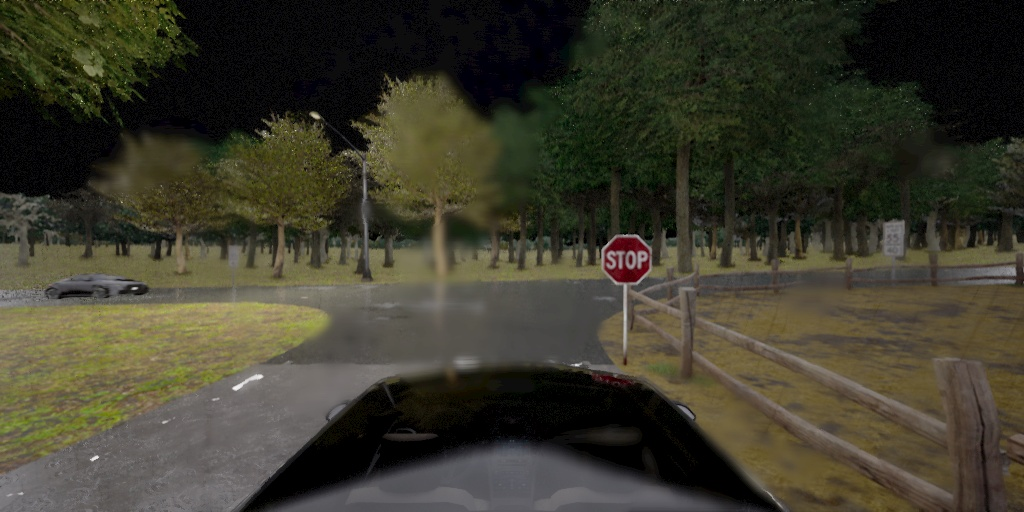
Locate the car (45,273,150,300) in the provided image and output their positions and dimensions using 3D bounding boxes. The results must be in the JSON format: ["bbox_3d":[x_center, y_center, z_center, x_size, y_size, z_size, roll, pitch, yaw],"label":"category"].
[{"bbox_3d":[-23.047,1.675,20.039,4.181,1.385,1.994,-1,0,0],"label":"car"}]
